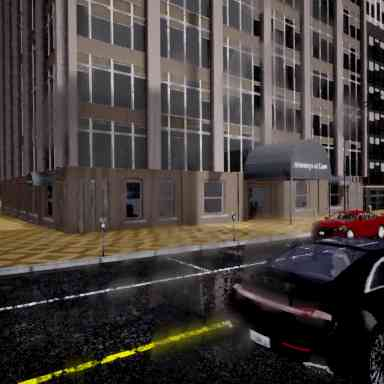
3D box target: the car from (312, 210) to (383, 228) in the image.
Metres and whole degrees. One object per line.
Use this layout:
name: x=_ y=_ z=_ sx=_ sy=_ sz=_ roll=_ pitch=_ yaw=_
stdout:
car: x=7.474 y=1.542 z=15.764 sx=4.507 sy=1.381 sz=1.887 roll=0 pitch=-1 yaw=-35

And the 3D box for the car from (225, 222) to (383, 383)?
car: x=2.762 y=1.492 z=5.285 sx=4.902 sy=1.511 sz=2.128 roll=0 pitch=0 yaw=-35
